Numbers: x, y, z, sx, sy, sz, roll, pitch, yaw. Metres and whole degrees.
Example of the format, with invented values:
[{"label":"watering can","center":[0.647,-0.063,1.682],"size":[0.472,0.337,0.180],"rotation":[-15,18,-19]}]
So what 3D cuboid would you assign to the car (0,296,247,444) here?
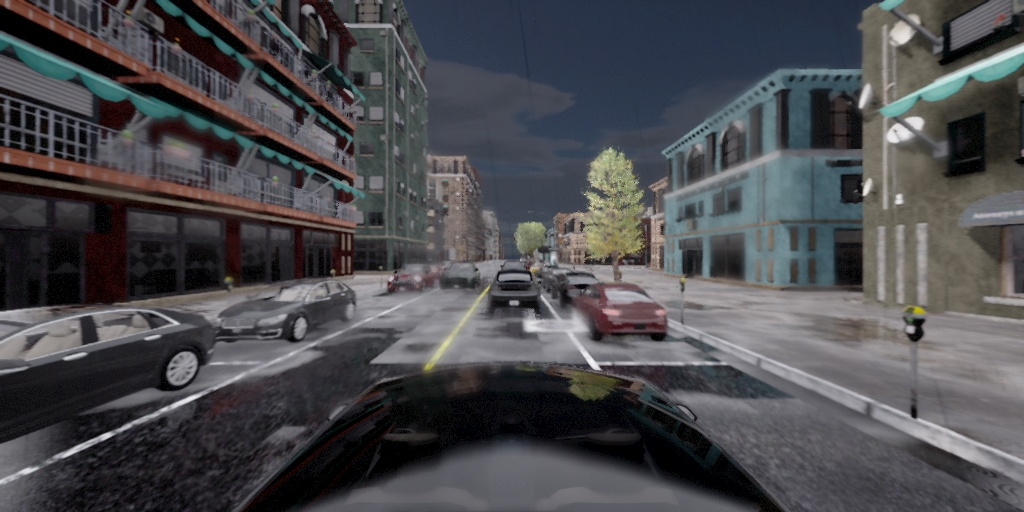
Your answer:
[{"label":"car","center":[-5.690,1.301,4.073],"size":[2.007,1.370,4.403],"rotation":[0,0,0]}]

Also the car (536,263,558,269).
[{"label":"car","center":[2.687,1.323,20.690],"size":[2.007,1.370,4.403],"rotation":[0,0,0]}]

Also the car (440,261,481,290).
[{"label":"car","center":[-3.104,1.126,22.329],"size":[2.097,1.767,4.553],"rotation":[0,0,0]}]

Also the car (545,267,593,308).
[{"label":"car","center":[2.688,1.329,15.152],"size":[1.948,1.339,4.313],"rotation":[0,0,0]}]

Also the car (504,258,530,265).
[{"label":"car","center":[0.087,1.138,29.152],"size":[2.097,1.767,4.553],"rotation":[0,0,0]}]

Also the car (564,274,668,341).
[{"label":"car","center":[2.689,1.339,9.613],"size":[1.802,1.307,4.207],"rotation":[0,0,0]}]

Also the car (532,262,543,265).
[{"label":"car","center":[2.686,1.347,26.229],"size":[1.948,1.339,4.313],"rotation":[0,0,0]}]

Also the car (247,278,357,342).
[{"label":"car","center":[-5.692,1.306,9.612],"size":[2.007,1.370,4.403],"rotation":[0,0,0]}]

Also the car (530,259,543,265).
[{"label":"car","center":[2.684,1.324,37.479],"size":[1.751,1.417,4.829],"rotation":[0,0,0]}]

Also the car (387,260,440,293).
[{"label":"car","center":[-5.694,1.211,20.689],"size":[1.967,1.591,4.097],"rotation":[0,0,0]}]

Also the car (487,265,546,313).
[{"label":"car","center":[0.091,1.267,13.977],"size":[1.837,1.490,4.892],"rotation":[0,0,0]}]

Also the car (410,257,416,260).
[{"label":"car","center":[-17.287,1.101,62.616],"size":[5.009,1.841,2.192],"rotation":[0,0,0]}]
